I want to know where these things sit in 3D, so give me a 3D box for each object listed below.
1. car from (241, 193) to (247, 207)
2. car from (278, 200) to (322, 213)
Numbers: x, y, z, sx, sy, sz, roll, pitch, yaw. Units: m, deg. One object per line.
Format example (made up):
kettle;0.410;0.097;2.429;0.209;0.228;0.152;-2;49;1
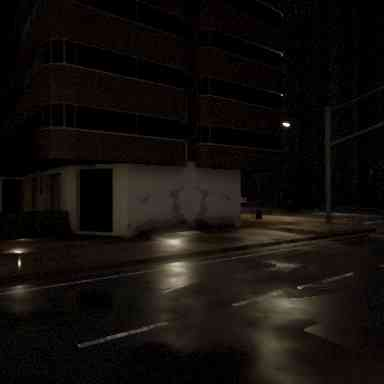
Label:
car;6.159;1.220;51.964;2.150;2.045;5.566;0;0;-36
car;12.104;1.599;37.463;1.895;1.301;4.718;0;0;-36
